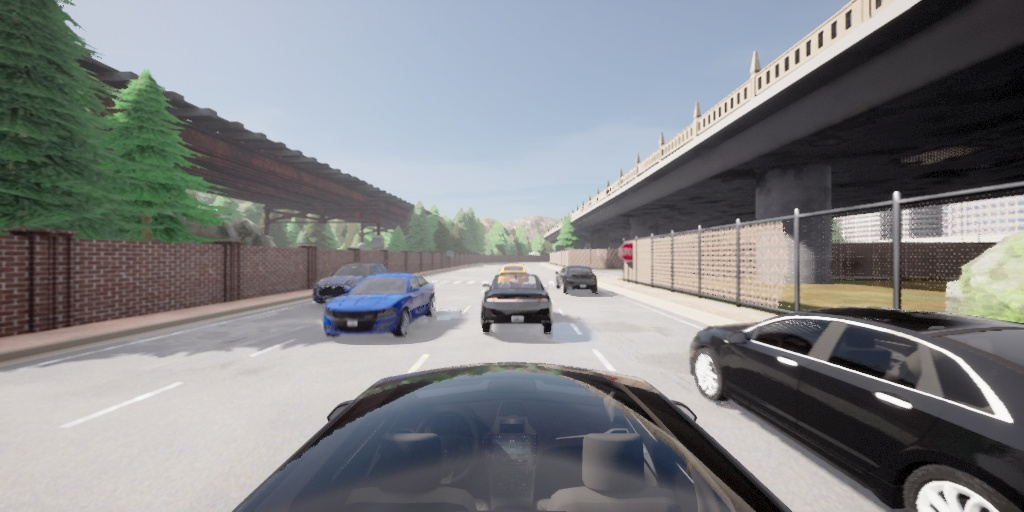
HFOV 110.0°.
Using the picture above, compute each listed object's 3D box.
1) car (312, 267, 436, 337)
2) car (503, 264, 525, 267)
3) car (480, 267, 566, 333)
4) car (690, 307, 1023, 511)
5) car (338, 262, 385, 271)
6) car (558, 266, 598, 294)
[{"bbox_3d":[-3.570,1.247,10.537,1.882,1.535,5.008,0,0,0],"label":"car"},{"bbox_3d":[0.139,1.276,23.269,1.882,1.535,5.008,0,0,1],"label":"car"},{"bbox_3d":[0.119,1.260,10.786,2.128,1.511,4.902,0,0,0],"label":"car"},{"bbox_3d":[3.604,1.260,3.509,1.837,1.490,4.892,0,0,0],"label":"car"},{"bbox_3d":[-7.038,1.134,16.399,2.097,1.767,4.553,0,0,0],"label":"car"},{"bbox_3d":[3.649,1.297,20.774,1.837,1.490,4.892,0,0,0],"label":"car"}]
